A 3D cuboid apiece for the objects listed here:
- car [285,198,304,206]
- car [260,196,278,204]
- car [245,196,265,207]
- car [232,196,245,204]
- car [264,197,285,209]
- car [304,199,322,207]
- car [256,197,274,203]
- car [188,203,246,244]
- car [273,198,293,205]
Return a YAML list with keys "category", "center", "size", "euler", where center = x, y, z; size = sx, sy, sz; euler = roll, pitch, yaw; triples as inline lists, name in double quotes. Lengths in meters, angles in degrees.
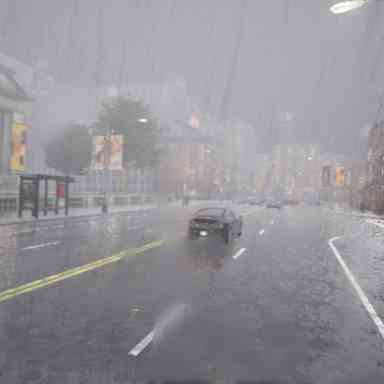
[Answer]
- category: "car"
  center: [20.362, 1.960, 67.185]
  size: [1.882, 1.535, 5.008]
  euler: [2, 0, 37]
- category: "car"
  center: [17.371, 1.820, 74.632]
  size: [1.882, 1.535, 5.008]
  euler: [2, 0, 40]
- category: "car"
  center: [11.192, 1.728, 57.820]
  size: [2.033, 1.411, 5.357]
  euler: [2, 0, 21]
- category: "car"
  center: [8.762, 1.572, 60.845]
  size: [2.128, 1.511, 4.902]
  euler: [2, 0, 23]
- category: "car"
  center: [12.512, 1.823, 50.442]
  size: [1.994, 1.385, 4.181]
  euler: [2, 0, 18]
- category: "car"
  center: [24.609, 2.193, 66.967]
  size: [1.994, 1.385, 4.181]
  euler: [2, 0, 40]
- category: "car"
  center: [17.416, 1.919, 79.385]
  size: [4.718, 1.301, 1.895]
  euler: [2, 0, -42]
- category: "car"
  center: [1.258, 1.486, 16.090]
  size: [1.837, 1.490, 4.892]
  euler: [2, 0, 18]
- category: "car"
  center: [19.828, 1.983, 72.138]
  size: [2.033, 1.411, 5.357]
  euler: [2, 0, 40]
